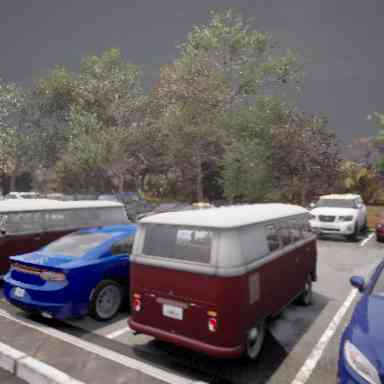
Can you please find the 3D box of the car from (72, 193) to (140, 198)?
[{"bbox_3d":[-6.253,1.155,26.497,2.435,2.045,5.566,0,0,34],"label":"car"}]

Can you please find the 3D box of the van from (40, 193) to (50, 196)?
[{"bbox_3d":[-10.774,1.150,29.725,1.878,1.987,4.442,0,0,34],"label":"van"}]

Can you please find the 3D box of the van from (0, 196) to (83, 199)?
[{"bbox_3d":[-6.007,1.254,10.722,1.878,1.987,4.442,0,0,34],"label":"van"}]

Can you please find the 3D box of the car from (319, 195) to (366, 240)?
[{"bbox_3d":[7.551,1.171,17.173,2.435,2.045,5.566,0,0,34],"label":"car"}]

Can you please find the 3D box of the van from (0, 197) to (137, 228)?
[{"bbox_3d":[-3.816,1.255,8.961,1.878,1.987,4.442,0,0,34],"label":"van"}]

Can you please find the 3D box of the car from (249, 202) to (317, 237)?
[{"bbox_3d":[5.265,1.427,18.745,2.231,1.521,4.892,0,0,34],"label":"car"}]

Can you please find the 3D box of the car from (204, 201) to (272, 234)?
[{"bbox_3d":[2.964,1.428,20.301,2.097,1.535,5.008,0,0,34],"label":"car"}]

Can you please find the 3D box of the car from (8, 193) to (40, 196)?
[{"bbox_3d":[-15.422,1.089,32.759,2.435,2.045,5.566,0,0,34],"label":"car"}]

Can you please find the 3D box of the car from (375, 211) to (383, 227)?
[{"bbox_3d":[9.871,1.417,15.648,2.097,1.535,5.008,0,0,34],"label":"car"}]

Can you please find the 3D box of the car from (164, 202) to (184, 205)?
[{"bbox_3d":[0.769,1.423,22.012,1.946,1.575,5.366,0,0,34],"label":"car"}]

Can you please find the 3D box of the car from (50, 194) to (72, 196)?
[{"bbox_3d":[-8.522,1.142,28.098,2.435,2.045,5.566,0,0,34],"label":"car"}]

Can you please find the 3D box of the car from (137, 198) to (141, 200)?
[{"bbox_3d":[-3.922,1.446,24.993,2.163,1.488,4.792,0,0,34],"label":"car"}]

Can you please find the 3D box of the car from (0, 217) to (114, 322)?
[{"bbox_3d":[-1.427,1.478,7.482,2.097,1.535,5.008,0,0,34],"label":"car"}]

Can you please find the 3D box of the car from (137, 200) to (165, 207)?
[{"bbox_3d":[-1.648,1.456,23.387,2.163,1.488,4.792,0,0,34],"label":"car"}]

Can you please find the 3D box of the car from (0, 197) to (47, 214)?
[{"bbox_3d":[-17.755,1.353,34.266,2.163,1.488,4.792,0,0,34],"label":"car"}]

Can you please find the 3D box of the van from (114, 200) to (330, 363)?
[{"bbox_3d":[0.964,1.247,6.014,1.878,1.987,4.442,0,0,34],"label":"van"}]

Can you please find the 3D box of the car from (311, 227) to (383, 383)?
[{"bbox_3d":[3.224,1.509,4.351,2.002,1.452,4.674,0,0,34],"label":"car"}]
